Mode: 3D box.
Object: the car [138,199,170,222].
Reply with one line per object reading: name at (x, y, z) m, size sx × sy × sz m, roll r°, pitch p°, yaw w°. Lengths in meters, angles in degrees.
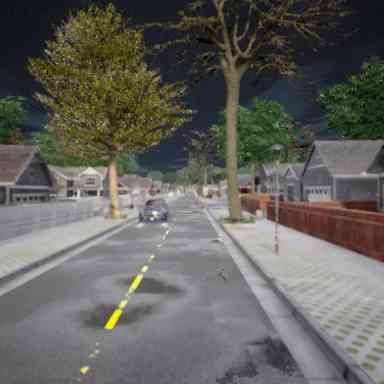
car at (-2.851, 1.333, 25.888) m, size 2.097 × 1.767 × 4.553 m, roll 0°, pitch 0°, yaw 0°
